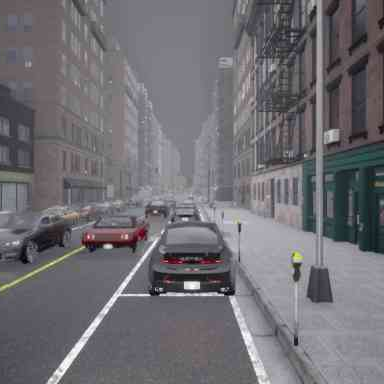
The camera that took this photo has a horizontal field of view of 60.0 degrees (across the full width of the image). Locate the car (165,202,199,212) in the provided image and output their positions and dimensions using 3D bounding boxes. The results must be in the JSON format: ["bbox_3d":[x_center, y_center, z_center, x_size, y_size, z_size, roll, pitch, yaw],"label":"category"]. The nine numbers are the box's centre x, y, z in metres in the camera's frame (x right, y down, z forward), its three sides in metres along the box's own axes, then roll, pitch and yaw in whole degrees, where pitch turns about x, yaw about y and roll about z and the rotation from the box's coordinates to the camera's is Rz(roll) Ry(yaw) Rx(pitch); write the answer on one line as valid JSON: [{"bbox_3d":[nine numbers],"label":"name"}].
[{"bbox_3d":[-0.383,1.566,20.772,1.947,1.339,4.313,0,0,0],"label":"car"}]

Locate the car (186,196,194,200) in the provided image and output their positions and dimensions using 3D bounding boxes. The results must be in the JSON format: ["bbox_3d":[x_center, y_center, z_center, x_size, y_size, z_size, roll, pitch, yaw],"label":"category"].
[{"bbox_3d":[-0.383,1.519,37.181,1.752,1.417,4.829,0,0,0],"label":"car"}]

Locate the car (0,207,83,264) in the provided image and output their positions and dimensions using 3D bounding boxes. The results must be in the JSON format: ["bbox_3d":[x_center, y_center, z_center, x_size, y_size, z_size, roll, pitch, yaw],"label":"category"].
[{"bbox_3d":[-5.870,1.491,11.843,2.128,1.511,4.902,0,0,0],"label":"car"}]

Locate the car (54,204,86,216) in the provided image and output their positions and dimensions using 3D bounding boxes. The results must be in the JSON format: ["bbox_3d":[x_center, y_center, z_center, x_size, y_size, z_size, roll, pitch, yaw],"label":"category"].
[{"bbox_3d":[-8.408,1.525,20.611,1.752,1.417,4.829,0,0,0],"label":"car"}]

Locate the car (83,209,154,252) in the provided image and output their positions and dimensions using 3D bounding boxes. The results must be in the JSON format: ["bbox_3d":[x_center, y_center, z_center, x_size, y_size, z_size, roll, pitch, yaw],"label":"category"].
[{"bbox_3d":[-2.920,1.601,13.828,1.895,1.301,4.718,0,0,0],"label":"car"}]

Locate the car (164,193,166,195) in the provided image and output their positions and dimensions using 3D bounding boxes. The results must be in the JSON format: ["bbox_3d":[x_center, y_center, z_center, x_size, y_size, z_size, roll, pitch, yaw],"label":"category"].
[{"bbox_3d":[-8.408,1.486,85.047,1.752,1.417,4.829,0,0,0],"label":"car"}]

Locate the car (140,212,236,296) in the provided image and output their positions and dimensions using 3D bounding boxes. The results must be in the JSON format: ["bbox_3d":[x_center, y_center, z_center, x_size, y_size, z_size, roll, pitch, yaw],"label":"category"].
[{"bbox_3d":[0.000,1.504,8.650,1.837,1.490,4.892,0,0,0],"label":"car"}]

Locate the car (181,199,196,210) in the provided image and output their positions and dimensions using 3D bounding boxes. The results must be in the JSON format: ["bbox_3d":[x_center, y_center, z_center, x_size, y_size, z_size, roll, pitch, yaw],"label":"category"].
[{"bbox_3d":[-0.383,1.573,42.423,1.802,1.307,4.206,0,0,0],"label":"car"}]

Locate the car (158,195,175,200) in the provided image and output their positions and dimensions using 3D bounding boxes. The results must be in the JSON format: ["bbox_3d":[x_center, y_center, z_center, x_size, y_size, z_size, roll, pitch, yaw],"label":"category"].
[{"bbox_3d":[-2.919,1.481,43.591,2.128,1.511,4.902,0,0,0],"label":"car"}]

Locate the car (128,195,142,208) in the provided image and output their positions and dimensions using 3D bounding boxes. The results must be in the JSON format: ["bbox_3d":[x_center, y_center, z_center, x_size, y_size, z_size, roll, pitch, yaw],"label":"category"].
[{"bbox_3d":[-8.408,1.302,47.845,2.192,1.841,5.009,0,0,0],"label":"car"}]

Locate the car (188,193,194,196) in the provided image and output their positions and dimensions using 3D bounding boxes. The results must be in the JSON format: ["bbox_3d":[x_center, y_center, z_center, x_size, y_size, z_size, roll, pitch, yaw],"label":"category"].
[{"bbox_3d":[-0.382,1.396,90.663,1.967,1.590,4.097,0,0,0],"label":"car"}]

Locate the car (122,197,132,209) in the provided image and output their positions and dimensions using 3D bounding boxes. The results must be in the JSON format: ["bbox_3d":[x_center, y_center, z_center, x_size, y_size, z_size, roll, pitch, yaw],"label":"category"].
[{"bbox_3d":[-8.408,1.545,37.020,2.008,1.369,4.403,0,0,0],"label":"car"}]

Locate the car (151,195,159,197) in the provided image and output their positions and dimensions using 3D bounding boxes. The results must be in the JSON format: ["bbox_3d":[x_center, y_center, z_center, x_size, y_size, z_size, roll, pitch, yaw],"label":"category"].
[{"bbox_3d":[-8.408,1.521,74.308,2.008,1.369,4.403,0,0,0],"label":"car"}]

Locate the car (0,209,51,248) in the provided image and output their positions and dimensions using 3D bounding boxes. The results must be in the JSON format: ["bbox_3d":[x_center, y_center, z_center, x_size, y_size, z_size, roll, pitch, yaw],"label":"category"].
[{"bbox_3d":[-8.408,1.566,15.368,1.947,1.339,4.313,0,0,0],"label":"car"}]

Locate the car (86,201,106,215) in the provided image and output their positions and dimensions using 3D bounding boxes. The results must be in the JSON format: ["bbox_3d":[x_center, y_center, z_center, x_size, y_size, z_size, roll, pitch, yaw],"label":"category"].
[{"bbox_3d":[-8.408,1.581,26.194,1.802,1.307,4.206,0,0,0],"label":"car"}]

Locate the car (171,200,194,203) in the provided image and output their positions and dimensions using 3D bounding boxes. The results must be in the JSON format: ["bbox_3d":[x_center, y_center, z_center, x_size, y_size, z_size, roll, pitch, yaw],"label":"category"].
[{"bbox_3d":[-0.383,1.565,26.185,1.947,1.339,4.313,0,0,0],"label":"car"}]

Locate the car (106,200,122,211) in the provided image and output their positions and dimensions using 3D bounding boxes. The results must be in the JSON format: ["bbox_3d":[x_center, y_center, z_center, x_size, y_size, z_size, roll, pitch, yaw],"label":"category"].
[{"bbox_3d":[-8.408,1.548,31.607,2.008,1.369,4.403,0,0,0],"label":"car"}]

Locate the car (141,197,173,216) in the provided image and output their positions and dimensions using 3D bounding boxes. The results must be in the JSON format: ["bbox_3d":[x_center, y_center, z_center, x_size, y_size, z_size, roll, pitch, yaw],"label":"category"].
[{"bbox_3d":[-3.025,1.476,29.842,1.882,1.535,5.008,0,0,0],"label":"car"}]
